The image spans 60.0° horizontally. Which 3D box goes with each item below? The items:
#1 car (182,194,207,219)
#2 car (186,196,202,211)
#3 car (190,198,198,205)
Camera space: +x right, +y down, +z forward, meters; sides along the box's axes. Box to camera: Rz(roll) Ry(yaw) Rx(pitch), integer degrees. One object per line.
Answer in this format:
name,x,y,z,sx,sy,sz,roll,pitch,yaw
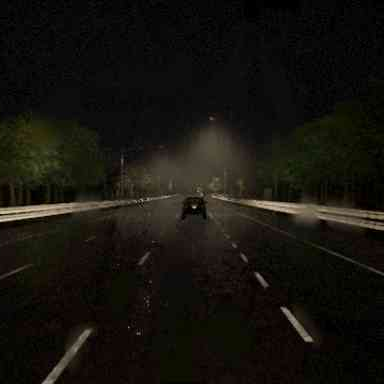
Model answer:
car,0.216,1.437,31.493,2.150,2.045,5.566,0,0,0
car,0.331,1.581,48.645,2.150,2.045,5.566,0,0,0
car,0.504,2.080,74.570,1.812,1.442,4.674,0,0,0
